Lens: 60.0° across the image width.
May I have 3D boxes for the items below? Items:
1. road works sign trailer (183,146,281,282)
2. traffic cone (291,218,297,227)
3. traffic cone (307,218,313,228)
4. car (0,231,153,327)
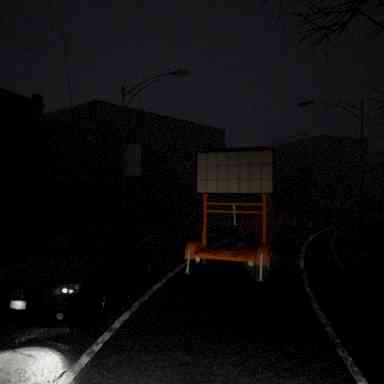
[{"bbox_3d":[1.308,0.473,10.080,2.380,3.560,2.880,0,0,21],"label":"road works sign trailer"},{"bbox_3d":[6.726,1.994,21.878,0.340,0.580,0.340,1,0,23],"label":"traffic cone"},{"bbox_3d":[7.647,2.006,21.490,0.340,0.580,0.340,1,0,23],"label":"traffic cone"},{"bbox_3d":[-2.301,1.559,7.097,1.994,1.385,4.181,0,0,11],"label":"car"}]
